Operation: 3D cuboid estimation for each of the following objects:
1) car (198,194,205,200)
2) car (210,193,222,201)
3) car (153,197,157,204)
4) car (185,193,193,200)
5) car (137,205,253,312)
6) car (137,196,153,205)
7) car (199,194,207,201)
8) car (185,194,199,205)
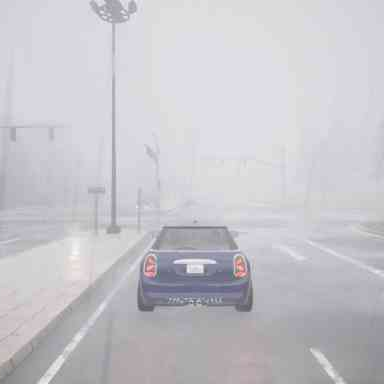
[{"bbox_3d":[2.669,1.442,95.597,1.882,1.535,5.008,0,0,-1],"label":"car"},{"bbox_3d":[6.341,1.215,85.003,2.150,2.045,5.566,0,0,-1],"label":"car"},{"bbox_3d":[-8.383,1.505,66.261,1.837,1.490,4.892,0,0,0],"label":"car"},{"bbox_3d":[-0.831,1.189,95.570,2.150,2.045,5.566,0,0,-1],"label":"car"},{"bbox_3d":[0.069,1.352,7.891,2.097,1.767,4.553,0,0,0],"label":"car"},{"bbox_3d":[-8.293,1.505,57.052,1.837,1.490,4.892,0,0,-1],"label":"car"},{"bbox_3d":[2.836,1.513,85.274,1.812,1.442,4.674,0,0,-1],"label":"car"},{"bbox_3d":[-0.171,1.526,54.711,1.812,1.442,4.674,0,0,-1],"label":"car"}]
